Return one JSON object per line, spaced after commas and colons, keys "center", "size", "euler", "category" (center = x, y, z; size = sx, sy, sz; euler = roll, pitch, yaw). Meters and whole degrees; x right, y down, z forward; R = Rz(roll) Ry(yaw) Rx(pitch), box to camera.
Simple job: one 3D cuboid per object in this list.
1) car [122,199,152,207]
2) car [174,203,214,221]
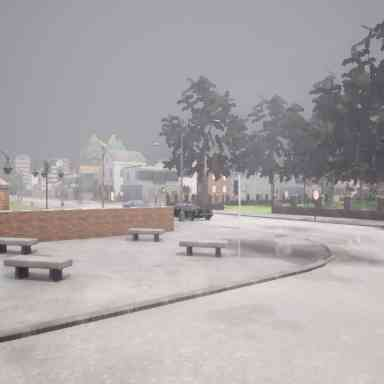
{"center": [-5.825, 1.526, 35.192], "size": [1.812, 1.442, 4.674], "euler": [0, 0, -35], "category": "car"}
{"center": [-0.302, 1.601, 27.379], "size": [1.895, 1.301, 4.718], "euler": [0, 0, -35], "category": "car"}
